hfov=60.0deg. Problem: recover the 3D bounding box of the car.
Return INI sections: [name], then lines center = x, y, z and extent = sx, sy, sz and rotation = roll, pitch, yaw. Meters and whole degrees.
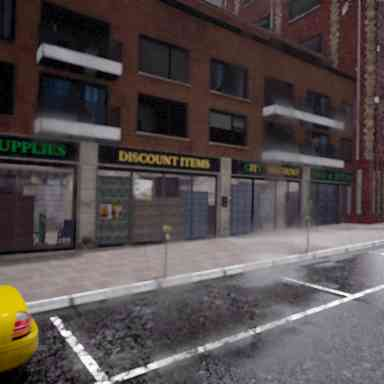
[car]
center = -4.138, 1.530, 3.121
extent = 4.829, 1.417, 1.752
rotation = 0, 2, -35
